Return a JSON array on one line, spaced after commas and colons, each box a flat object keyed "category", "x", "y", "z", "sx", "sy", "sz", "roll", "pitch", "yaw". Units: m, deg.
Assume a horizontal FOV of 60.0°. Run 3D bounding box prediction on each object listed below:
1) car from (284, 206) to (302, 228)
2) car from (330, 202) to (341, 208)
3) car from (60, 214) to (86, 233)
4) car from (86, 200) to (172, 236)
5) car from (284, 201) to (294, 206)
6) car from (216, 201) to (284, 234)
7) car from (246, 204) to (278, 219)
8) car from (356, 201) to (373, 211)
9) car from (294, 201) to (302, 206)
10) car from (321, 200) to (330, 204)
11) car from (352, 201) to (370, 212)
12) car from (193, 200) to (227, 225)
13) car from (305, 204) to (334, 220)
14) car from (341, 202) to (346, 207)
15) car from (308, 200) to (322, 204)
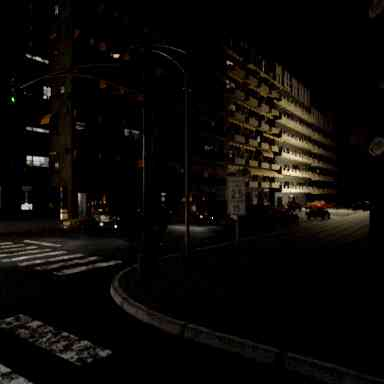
[{"category": "car", "x": 7.213, "y": 2.043, "z": 26.681, "sx": 1.887, "sy": 1.381, "sz": 4.507, "roll": -1, "pitch": -2, "yaw": 35}, {"category": "car", "x": 32.746, "y": 3.066, "z": 77.852, "sx": 1.887, "sy": 1.381, "sz": 4.507, "roll": -1, "pitch": -2, "yaw": 35}, {"category": "car", "x": -6.247, "y": 1.834, "z": 21.980, "sx": 1.752, "sy": 1.417, "sz": 4.829, "roll": -1, "pitch": -2, "yaw": 35}, {"category": "car", "x": -3.582, "y": 1.540, "z": 21.252, "sx": 2.150, "sy": 2.045, "sz": 5.566, "roll": 0, "pitch": -1, "yaw": 35}, {"category": "car", "x": 13.200, "y": 2.446, "z": 49.846, "sx": 1.752, "sy": 1.417, "sz": 4.829, "roll": -1, "pitch": -2, "yaw": 35}, {"category": "car", "x": 3.971, "y": 1.711, "z": 22.043, "sx": 2.192, "sy": 1.841, "sz": 5.009, "roll": -1, "pitch": -2, "yaw": 35}, {"category": "car", "x": 8.054, "y": 2.191, "z": 37.902, "sx": 1.837, "sy": 1.490, "sz": 4.892, "roll": 0, "pitch": -1, "yaw": 35}, {"category": "car", "x": 33.141, "y": 2.621, "z": 63.842, "sx": 2.192, "sy": 1.841, "sz": 5.009, "roll": -1, "pitch": -2, "yaw": 35}, {"category": "car", "x": 16.538, "y": 2.340, "z": 54.636, "sx": 2.192, "sy": 1.841, "sz": 5.009, "roll": -1, "pitch": -2, "yaw": 35}, {"category": "car", "x": 26.262, "y": 2.640, "z": 68.569, "sx": 2.192, "sy": 1.841, "sz": 5.009, "roll": -1, "pitch": -2, "yaw": 35}, {"category": "car", "x": 29.900, "y": 2.522, "z": 59.197, "sx": 2.192, "sy": 1.841, "sz": 5.009, "roll": -1, "pitch": -2, "yaw": 35}, {"category": "car", "x": 2.327, "y": 1.728, "z": 29.720, "sx": 2.150, "sy": 2.045, "sz": 5.566, "roll": 0, "pitch": -1, "yaw": 34}, {"category": "car", "x": 13.696, "y": 2.284, "z": 35.969, "sx": 1.802, "sy": 1.307, "sz": 4.206, "roll": -1, "pitch": -2, "yaw": 35}, {"category": "car", "x": 39.230, "y": 3.281, "z": 87.142, "sx": 1.947, "sy": 1.339, "sz": 4.313, "roll": -1, "pitch": -2, "yaw": 35}, {"category": "car", "x": 23.022, "y": 2.770, "z": 63.919, "sx": 1.887, "sy": 1.381, "sz": 4.507, "roll": -1, "pitch": -2, "yaw": 35}]
